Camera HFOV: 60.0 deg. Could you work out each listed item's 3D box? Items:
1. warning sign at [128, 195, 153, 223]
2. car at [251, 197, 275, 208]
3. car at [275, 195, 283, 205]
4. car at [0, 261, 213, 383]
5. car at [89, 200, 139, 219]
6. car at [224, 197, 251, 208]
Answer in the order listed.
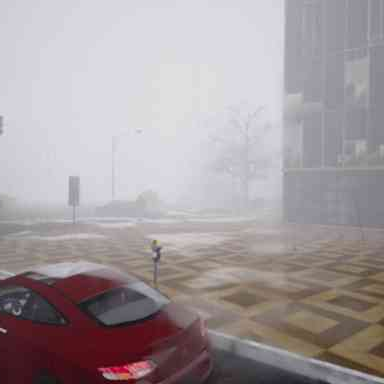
[{"bbox_3d":[-3.543,1.138,22.994,1.300,1.860,1.060,1,1,34],"label":"warning sign"},{"bbox_3d":[9.659,1.464,46.933,1.812,1.442,4.674,1,1,35],"label":"car"},{"bbox_3d":[15.220,1.271,55.106,2.097,1.767,4.553,1,1,34],"label":"car"},{"bbox_3d":[-1.719,1.580,4.252,4.206,1.307,1.802,0,1,36],"label":"car"},{"bbox_3d":[-6.606,1.427,28.817,2.128,1.511,4.902,1,1,34],"label":"car"},{"bbox_3d":[6.264,1.422,47.472,1.812,1.442,4.674,1,0,35],"label":"car"}]
